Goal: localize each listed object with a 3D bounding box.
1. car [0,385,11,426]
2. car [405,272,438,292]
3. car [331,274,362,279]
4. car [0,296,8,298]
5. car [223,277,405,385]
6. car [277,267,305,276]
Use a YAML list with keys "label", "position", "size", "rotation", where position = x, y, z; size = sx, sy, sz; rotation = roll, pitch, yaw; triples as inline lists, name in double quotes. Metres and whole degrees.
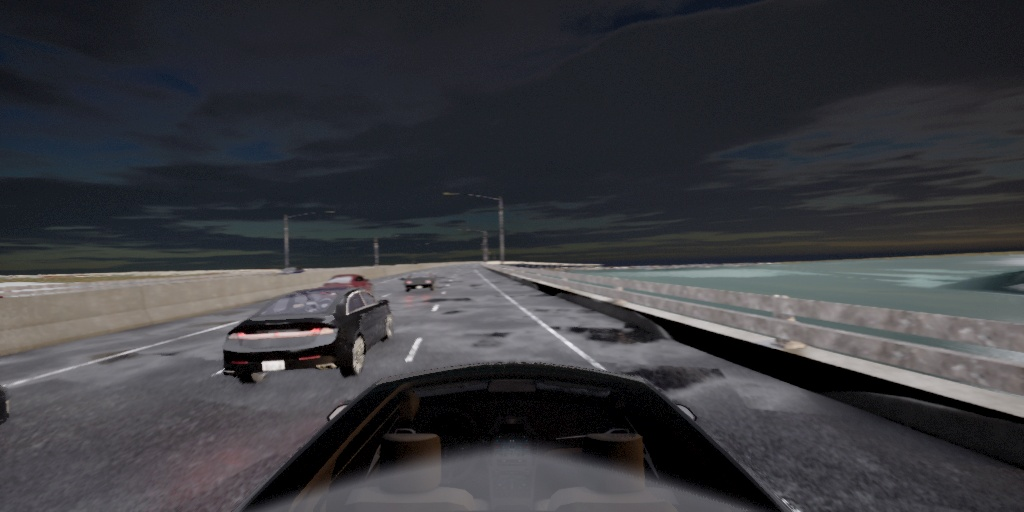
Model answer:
- label: "car"
  position: [-6.542, 1.464, 2.074]
  size: [1.837, 1.490, 4.892]
  rotation: [-2, 0, -8]
- label: "car"
  position: [-6.387, 1.772, 25.614]
  size: [1.895, 1.301, 4.718]
  rotation: [-2, -1, -8]
- label: "car"
  position: [-9.139, 1.733, 20.050]
  size: [1.812, 1.442, 4.674]
  rotation: [-2, -1, -8]
- label: "car"
  position: [-18.733, 1.957, 11.560]
  size: [1.812, 1.442, 4.674]
  rotation: [-2, -1, -8]
- label: "car"
  position: [-3.820, 1.417, 7.611]
  size: [2.128, 1.511, 4.902]
  rotation: [-2, -1, -8]
- label: "car"
  position: [-31.023, 2.333, 50.488]
  size: [2.097, 1.767, 4.553]
  rotation: [-2, -1, -7]
